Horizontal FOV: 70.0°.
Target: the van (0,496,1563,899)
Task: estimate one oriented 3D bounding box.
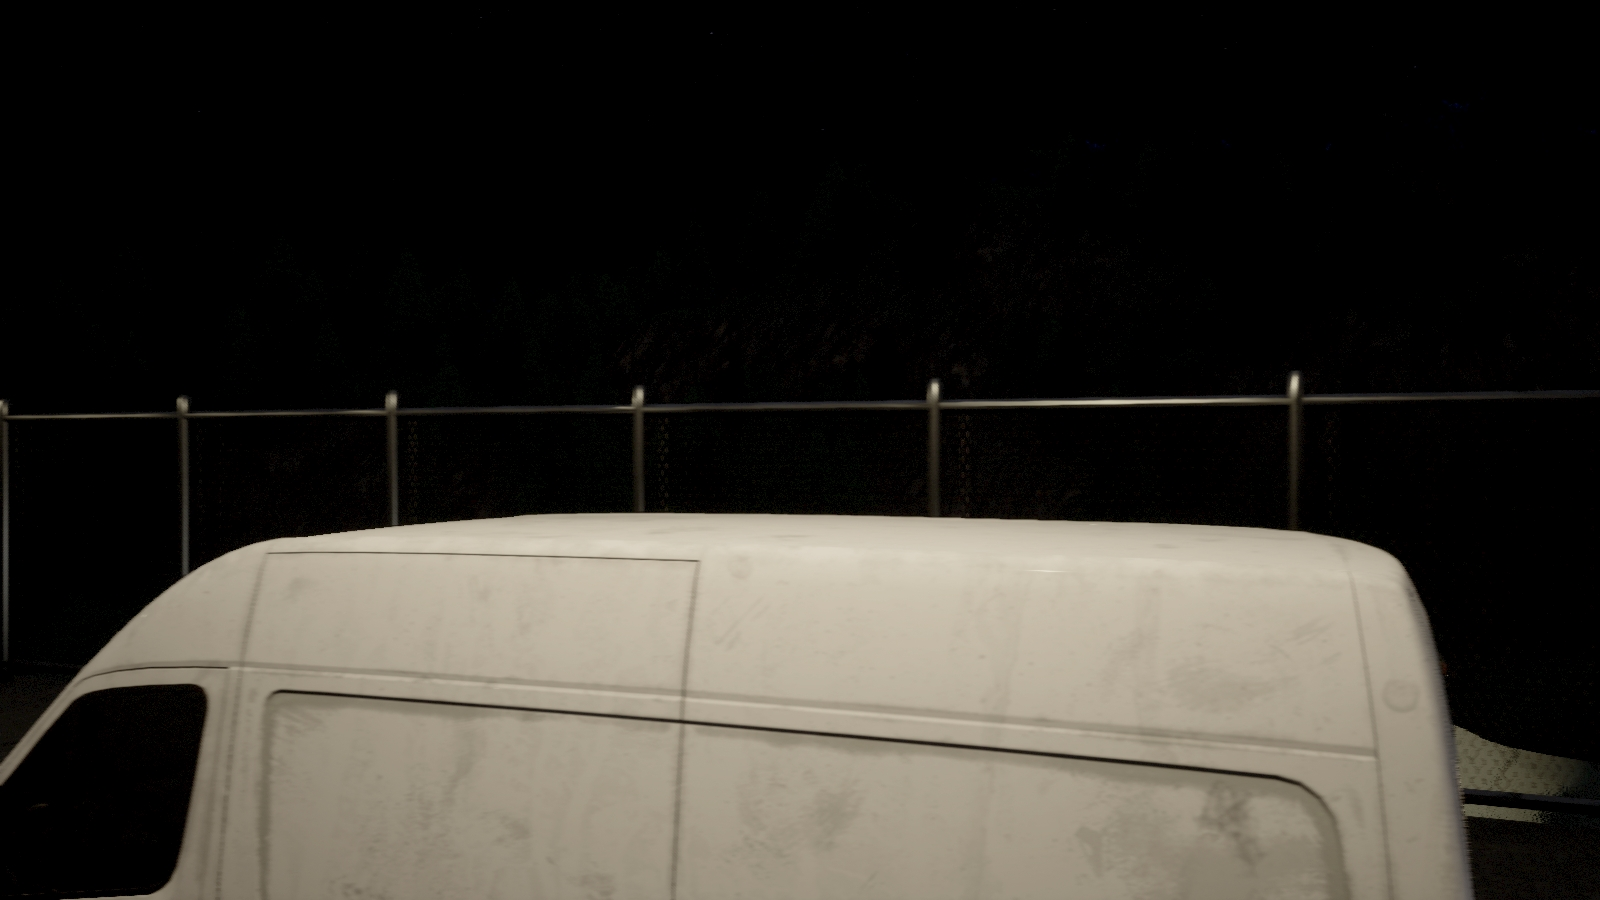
[{"bbox_3d":[-0.955,1.535,4.175,5.915,2.561,1.988,0,0,20],"label":"van"}]
